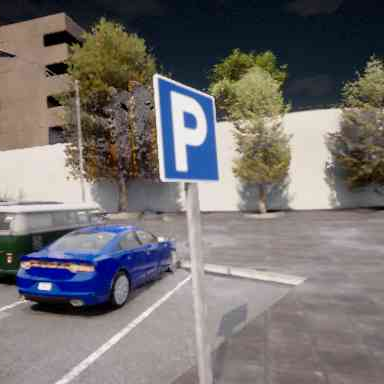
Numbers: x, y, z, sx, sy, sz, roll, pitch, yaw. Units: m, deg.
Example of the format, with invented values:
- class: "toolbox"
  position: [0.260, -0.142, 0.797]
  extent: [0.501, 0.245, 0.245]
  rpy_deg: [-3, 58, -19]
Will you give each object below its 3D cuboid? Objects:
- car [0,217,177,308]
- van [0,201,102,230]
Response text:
- class: "car"
  position: [-1.885, 1.558, 8.261]
  extent: [2.097, 1.535, 5.008]
  rpy_deg: [-1, -1, 17]
- class: "van"
  position: [-4.251, 1.363, 10.177]
  extent: [1.878, 1.987, 4.442]
  rpy_deg: [-1, -1, 17]
